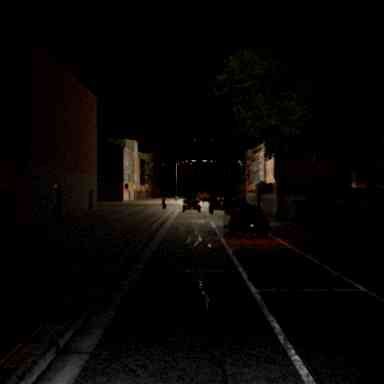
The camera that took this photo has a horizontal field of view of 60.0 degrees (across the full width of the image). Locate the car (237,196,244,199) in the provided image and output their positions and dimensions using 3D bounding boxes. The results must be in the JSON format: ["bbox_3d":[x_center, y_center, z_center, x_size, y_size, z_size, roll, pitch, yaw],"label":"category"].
[{"bbox_3d":[6.225,1.290,44.775,5.357,1.411,2.033,0,0,-7],"label":"car"}]

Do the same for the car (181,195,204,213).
[{"bbox_3d":[-0.061,1.310,34.034,1.812,1.442,4.674,0,0,-2],"label":"car"}]

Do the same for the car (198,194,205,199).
[{"bbox_3d":[2.620,1.142,90.938,1.802,1.307,4.206,0,0,0],"label":"car"}]

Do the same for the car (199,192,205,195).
[{"bbox_3d":[2.629,1.215,58.314,1.887,1.381,4.507,1,0,0],"label":"car"}]

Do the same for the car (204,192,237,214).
[{"bbox_3d":[2.640,1.111,31.883,2.192,1.841,5.009,1,0,0],"label":"car"}]

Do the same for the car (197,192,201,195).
[{"bbox_3d":[2.625,1.154,74.626,1.887,1.381,4.507,1,0,0],"label":"car"}]

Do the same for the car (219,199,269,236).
[{"bbox_3d":[2.745,1.358,17.718,1.882,1.535,5.008,0,0,0],"label":"car"}]
